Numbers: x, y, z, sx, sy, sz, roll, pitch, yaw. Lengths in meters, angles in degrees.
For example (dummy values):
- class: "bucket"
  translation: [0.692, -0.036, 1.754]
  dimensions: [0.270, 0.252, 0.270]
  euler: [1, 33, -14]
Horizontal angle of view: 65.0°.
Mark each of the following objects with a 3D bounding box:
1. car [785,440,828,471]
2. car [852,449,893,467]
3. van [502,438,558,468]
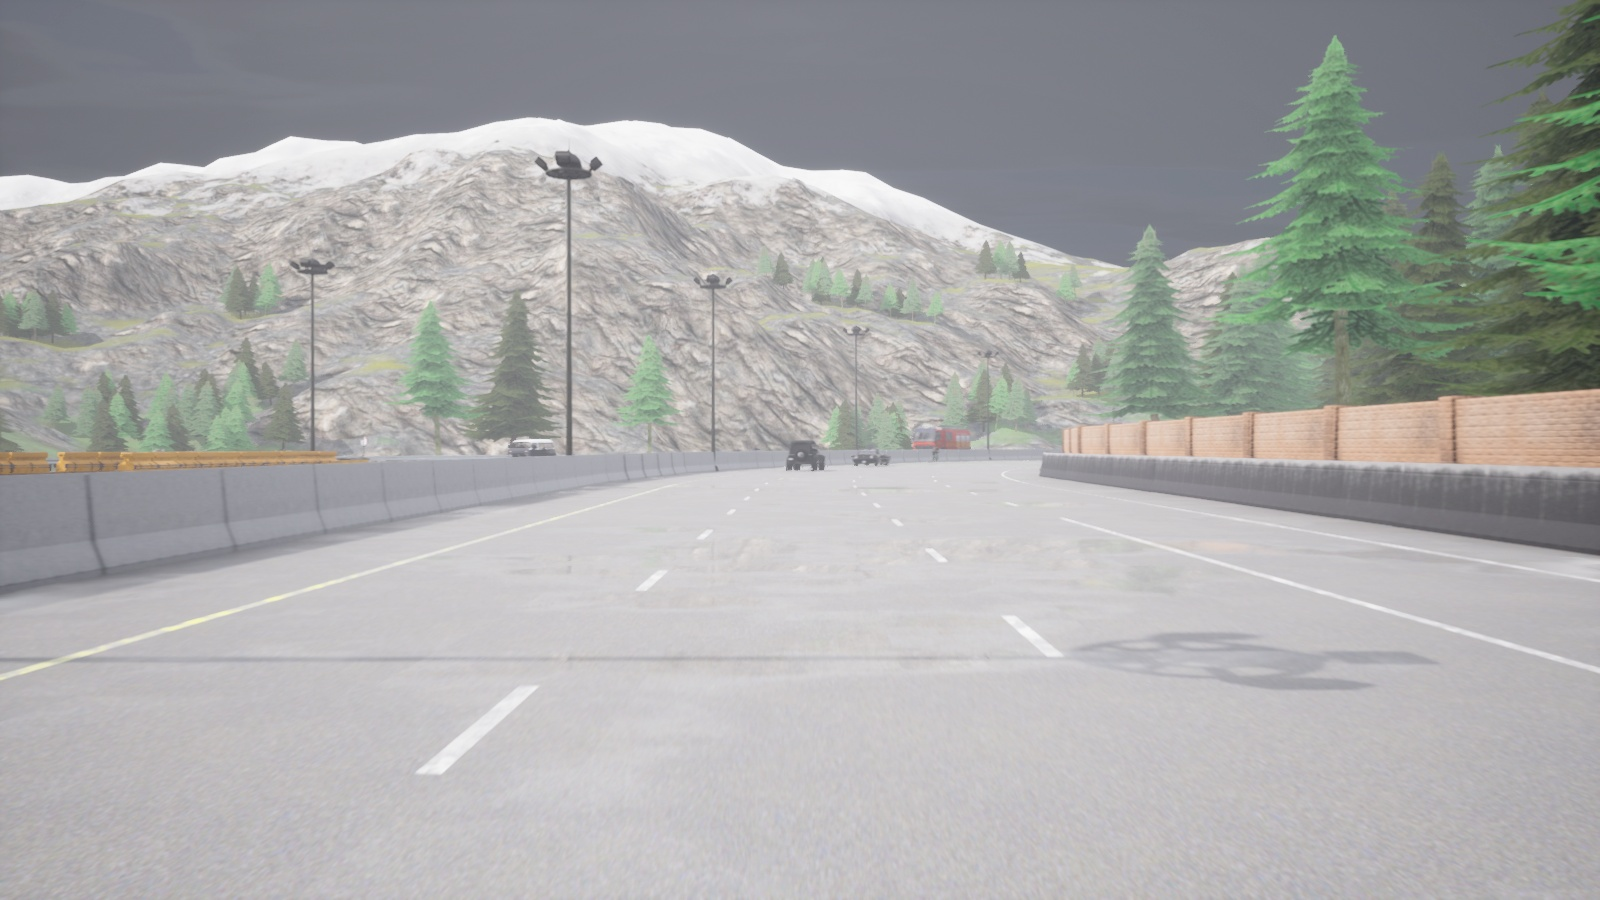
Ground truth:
- class: "car"
  translation: [0.409, 0.329, 77.670]
  dimensions: [1.905, 1.878, 3.866]
  euler: [0, 0, 12]
- class: "car"
  translation: [5.578, 0.587, 95.870]
  dimensions: [1.895, 1.301, 4.718]
  euler: [0, 0, 19]
- class: "van"
  translation: [-18.815, 0.213, 87.646]
  dimensions: [2.069, 2.038, 4.480]
  euler: [0, 0, 14]
